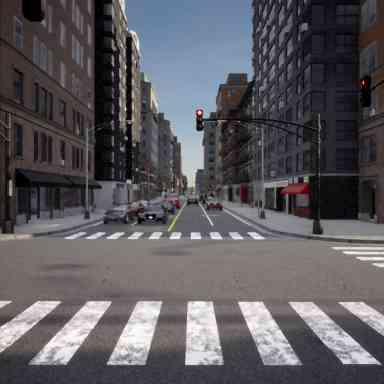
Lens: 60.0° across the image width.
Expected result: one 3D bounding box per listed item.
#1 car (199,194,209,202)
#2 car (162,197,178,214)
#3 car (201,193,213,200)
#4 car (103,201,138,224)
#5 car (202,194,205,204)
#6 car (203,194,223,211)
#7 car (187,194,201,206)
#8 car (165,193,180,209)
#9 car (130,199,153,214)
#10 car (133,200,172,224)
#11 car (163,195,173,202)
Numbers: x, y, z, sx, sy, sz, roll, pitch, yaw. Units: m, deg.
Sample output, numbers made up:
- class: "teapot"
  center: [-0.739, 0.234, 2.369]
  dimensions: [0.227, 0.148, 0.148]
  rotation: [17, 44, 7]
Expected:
- class: "car"
  center: [2.744, 1.295, 79.288]
  dimensions: [2.192, 1.841, 5.009]
  rotation: [0, 0, 0]
- class: "car"
  center: [-2.799, 1.561, 34.703]
  dimensions: [1.994, 1.385, 4.181]
  rotation: [0, 0, 0]
- class: "car"
  center: [3.065, 1.213, 61.823]
  dimensions: [2.150, 2.045, 5.566]
  rotation: [0, 0, 0]
- class: "car"
  center: [-5.354, 1.550, 24.764]
  dimensions: [2.008, 1.369, 4.403]
  rotation: [0, 0, 0]
- class: "car"
  center: [3.095, 1.492, 54.793]
  dimensions: [1.837, 1.490, 4.892]
  rotation: [0, 0, 0]
- class: "car"
  center: [2.694, 1.435, 41.108]
  dimensions: [1.967, 1.590, 4.097]
  rotation: [0, 0, 0]
- class: "car"
  center: [0.127, 1.493, 54.884]
  dimensions: [1.837, 1.490, 4.892]
  rotation: [0, 0, 0]
- class: "car"
  center: [-2.779, 1.214, 45.362]
  dimensions: [2.150, 2.045, 5.566]
  rotation: [0, 0, 0]
- class: "car"
  center: [-5.339, 1.522, 35.502]
  dimensions: [1.752, 1.417, 4.829]
  rotation: [0, 0, 0]
- class: "car"
  center: [-2.815, 1.563, 24.729]
  dimensions: [1.994, 1.385, 4.181]
  rotation: [0, 0, 0]
- class: "car"
  center: [-5.287, 1.505, 73.679]
  dimensions: [1.752, 1.417, 4.829]
  rotation: [0, 0, 0]
